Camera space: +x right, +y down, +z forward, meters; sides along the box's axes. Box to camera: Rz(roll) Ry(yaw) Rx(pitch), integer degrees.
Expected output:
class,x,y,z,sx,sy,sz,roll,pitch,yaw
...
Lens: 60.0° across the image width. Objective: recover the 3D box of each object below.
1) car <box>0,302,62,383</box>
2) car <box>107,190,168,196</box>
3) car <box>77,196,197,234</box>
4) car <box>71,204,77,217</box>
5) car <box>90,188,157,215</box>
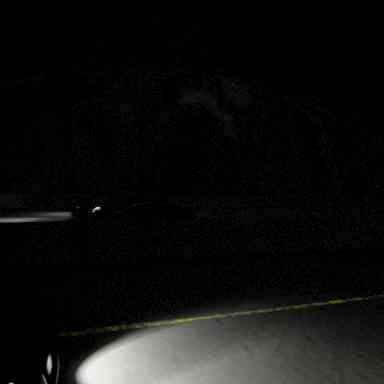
class,x,y,z,sx,sy,sz,roll,pitch,yaw
car,-3.263,1.437,2.583,4.181,1.385,1.994,0,2,-17
car,-3.107,0.856,17.485,4.553,1.767,2.097,0,1,-18
car,-2.183,1.095,14.107,4.902,1.511,2.128,0,2,-18
car,-4.856,0.890,20.594,4.902,1.511,2.128,0,2,-18
car,-5.005,0.658,24.225,4.553,1.767,2.097,0,1,-18
